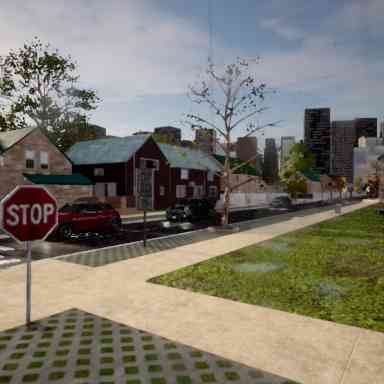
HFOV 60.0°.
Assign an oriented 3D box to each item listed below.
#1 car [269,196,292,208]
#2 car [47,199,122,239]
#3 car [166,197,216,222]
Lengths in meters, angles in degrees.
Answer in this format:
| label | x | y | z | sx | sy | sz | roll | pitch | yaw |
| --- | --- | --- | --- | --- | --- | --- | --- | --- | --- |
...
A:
| label | x | y | z | sx | sy | sz | roll | pitch | yaw |
| --- | --- | --- | --- | --- | --- | --- | --- | --- | --- |
| car | 11.496 | 1.294 | 42.712 | 1.812 | 1.442 | 4.674 | 1 | 0 | 34 |
| car | -5.824 | 1.279 | 17.020 | 2.097 | 1.767 | 4.553 | 1 | 1 | 35 |
| car | -0.020 | 1.227 | 25.604 | 2.097 | 1.767 | 4.553 | 1 | 1 | 34 |
